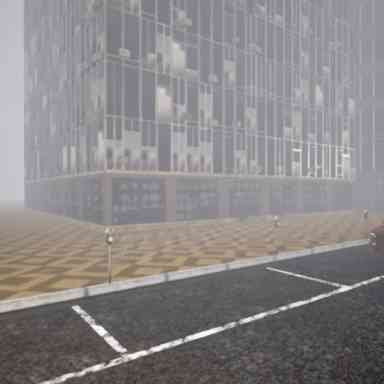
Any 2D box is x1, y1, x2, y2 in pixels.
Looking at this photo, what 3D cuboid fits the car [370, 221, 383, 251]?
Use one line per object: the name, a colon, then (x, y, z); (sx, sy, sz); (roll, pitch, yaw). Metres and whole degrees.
car: (8.505, 1.474, 12.619); (4.507, 1.381, 1.887); (0, 0, -35)
